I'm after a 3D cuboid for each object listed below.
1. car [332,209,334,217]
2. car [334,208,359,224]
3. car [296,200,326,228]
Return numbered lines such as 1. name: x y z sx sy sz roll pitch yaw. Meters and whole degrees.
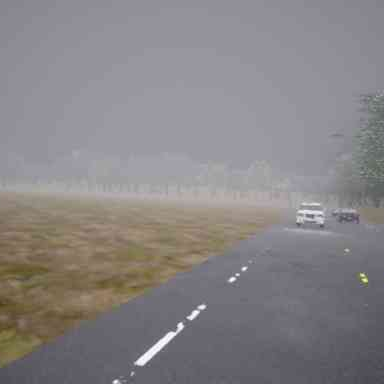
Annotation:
1. car: 20.987 2.948 47.376 1.895 1.301 4.718 2 0 20
2. car: 16.919 2.573 36.185 1.882 1.535 5.008 2 -1 20
3. car: 10.514 1.995 29.454 2.150 2.045 5.566 2 -1 20
